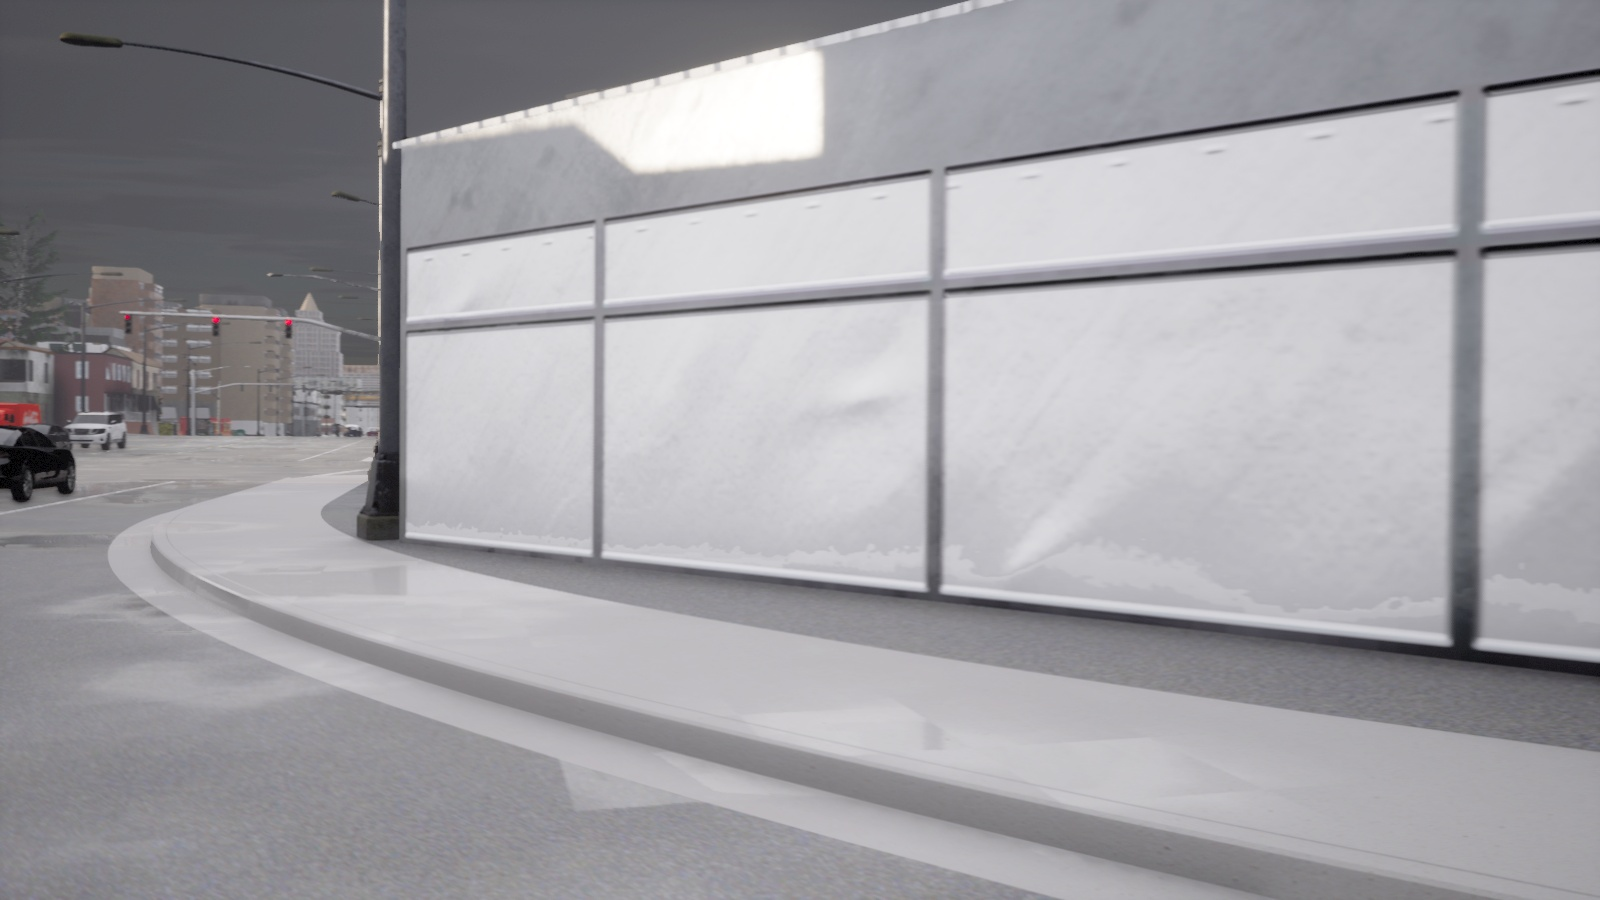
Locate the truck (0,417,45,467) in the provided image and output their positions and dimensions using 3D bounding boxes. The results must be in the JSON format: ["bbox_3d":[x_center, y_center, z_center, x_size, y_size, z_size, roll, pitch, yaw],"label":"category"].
[{"bbox_3d":[-41.017,-0.448,64.354,2.627,2.467,5.204,-1,2,-16],"label":"truck"}]

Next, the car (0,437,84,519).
[{"bbox_3d":[-16.577,0.519,25.974,1.882,1.535,5.008,-1,1,-16],"label":"car"}]

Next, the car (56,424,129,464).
[{"bbox_3d":[-38.557,-0.372,68.605,2.150,2.045,5.566,-1,2,-15],"label":"car"}]

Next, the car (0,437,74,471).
[{"bbox_3d":[-35.920,0.155,59.078,1.837,1.490,4.892,-1,2,-15],"label":"car"}]
